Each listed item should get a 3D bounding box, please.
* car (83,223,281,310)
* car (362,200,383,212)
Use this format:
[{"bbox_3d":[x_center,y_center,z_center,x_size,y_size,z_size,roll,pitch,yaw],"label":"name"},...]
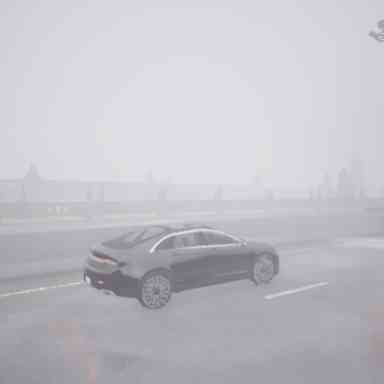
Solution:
[{"bbox_3d":[-0.007,1.500,7.853,4.902,1.511,2.128,0,0,-34],"label":"car"},{"bbox_3d":[19.473,1.506,32.797,5.357,1.411,2.033,0,0,-17],"label":"car"}]
